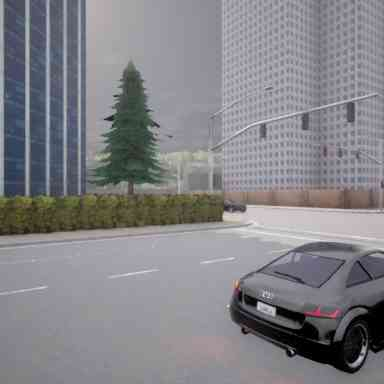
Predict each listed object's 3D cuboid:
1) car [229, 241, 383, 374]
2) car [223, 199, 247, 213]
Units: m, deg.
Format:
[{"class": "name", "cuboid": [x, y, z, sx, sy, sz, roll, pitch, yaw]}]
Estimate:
[{"class": "car", "cuboid": [2.661, 1.564, 5.679, 4.181, 1.385, 1.994, 0, 0, -35]}, {"class": "car", "cuboid": [3.953, 1.478, 36.982, 1.882, 1.535, 5.008, 0, 0, -35]}]
